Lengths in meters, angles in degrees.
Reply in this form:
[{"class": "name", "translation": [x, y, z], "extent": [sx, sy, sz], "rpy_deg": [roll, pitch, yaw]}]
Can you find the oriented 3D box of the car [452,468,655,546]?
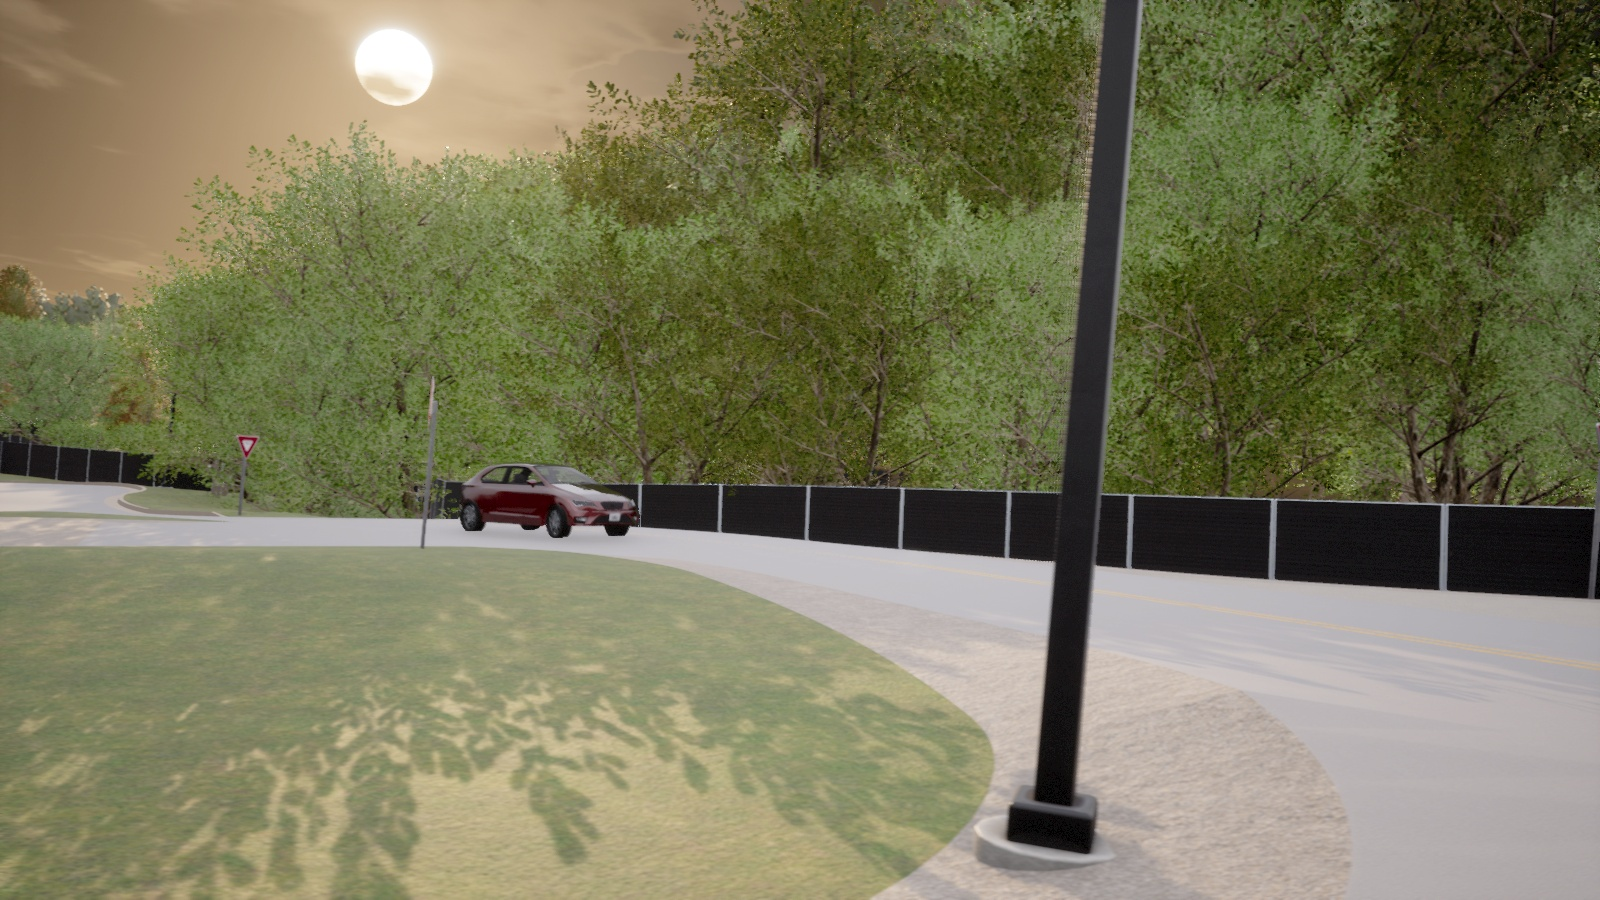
[{"class": "car", "translation": [-5.106, 1.115, 25.761], "extent": [4.193, 1.474, 1.816], "rpy_deg": [-1, -2, 40]}]
